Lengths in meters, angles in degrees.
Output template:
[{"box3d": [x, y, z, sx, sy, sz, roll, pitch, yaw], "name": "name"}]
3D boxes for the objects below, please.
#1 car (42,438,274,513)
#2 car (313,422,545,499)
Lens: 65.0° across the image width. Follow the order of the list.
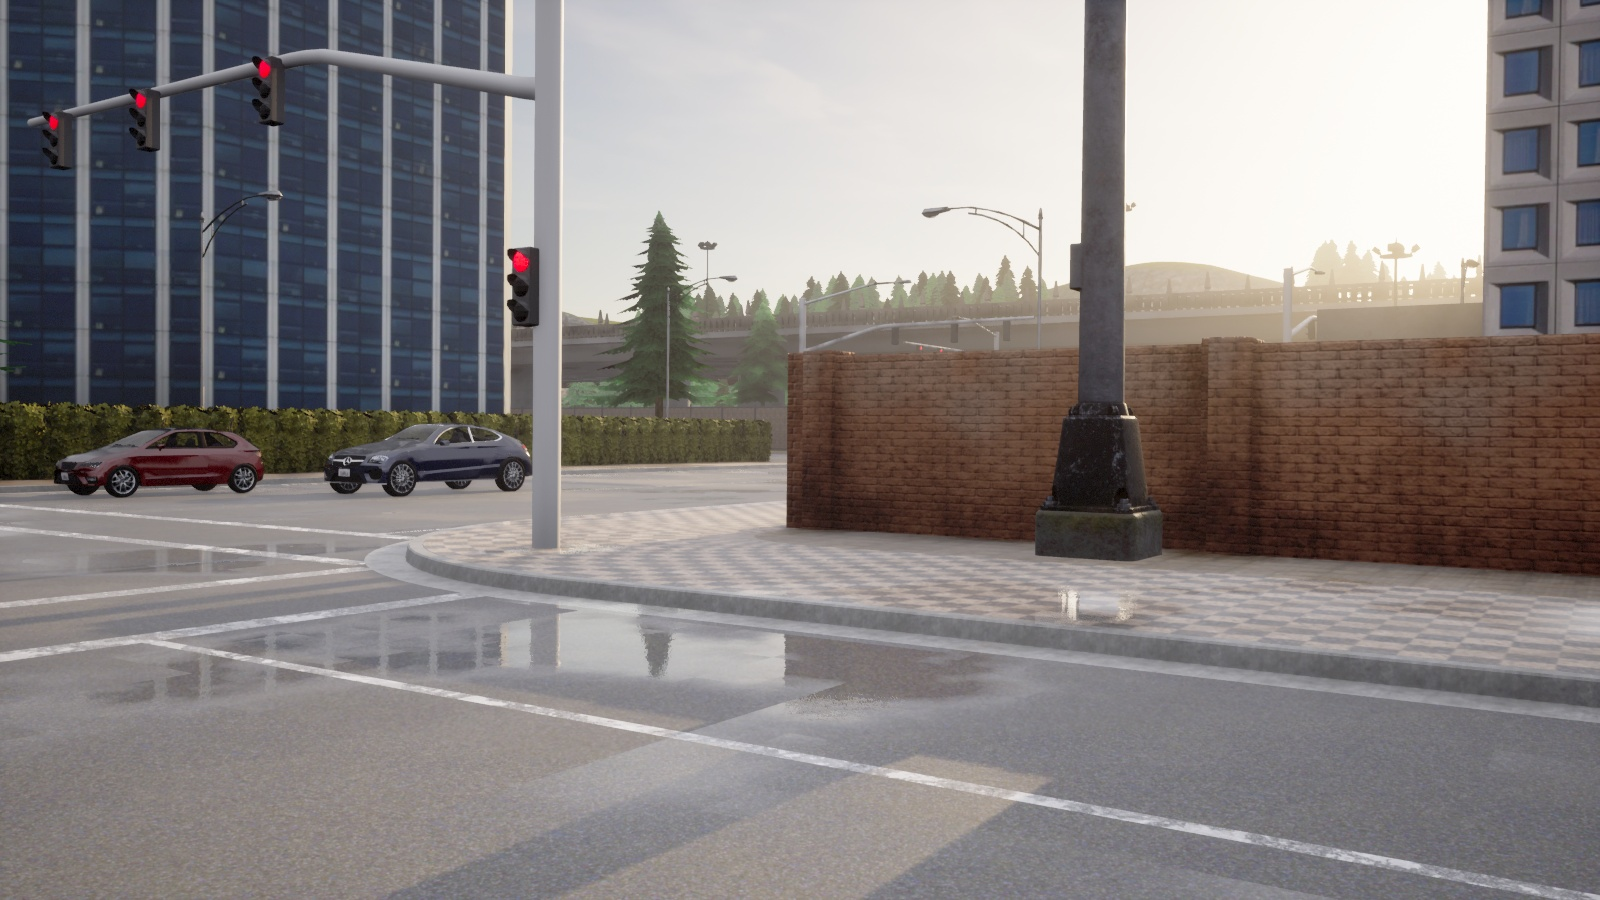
[{"box3d": [-14.023, 0.494, 27.653, 1.816, 1.474, 4.193, 0, 1, 33], "name": "car"}, {"box3d": [-8.596, 0.184, 29.564, 2.152, 1.651, 5.027, 0, 1, 33], "name": "car"}]
